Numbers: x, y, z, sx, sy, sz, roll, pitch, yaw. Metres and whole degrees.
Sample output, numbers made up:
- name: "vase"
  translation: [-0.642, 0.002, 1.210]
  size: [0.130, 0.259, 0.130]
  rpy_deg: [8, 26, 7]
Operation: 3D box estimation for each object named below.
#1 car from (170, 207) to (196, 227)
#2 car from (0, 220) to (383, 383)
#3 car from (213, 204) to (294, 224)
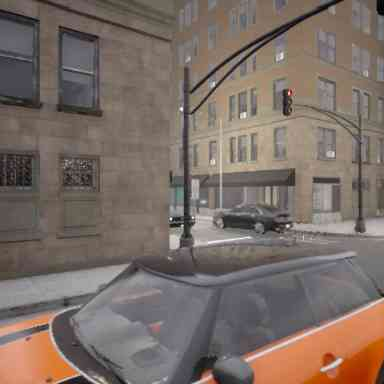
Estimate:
- name: "car"
  translation: [-1.780, 1.502, 19.818]
  size: [1.895, 1.301, 4.718]
  rpy_deg: [0, 0, -36]
- name: "car"
  translation: [0.020, 1.351, 2.965]
  size: [4.553, 1.767, 2.097]
  rpy_deg: [0, 0, -36]
- name: "car"
  translation: [3.220, 1.429, 18.363]
  size: [1.837, 1.490, 4.892]
  rpy_deg: [-1, 1, -39]
